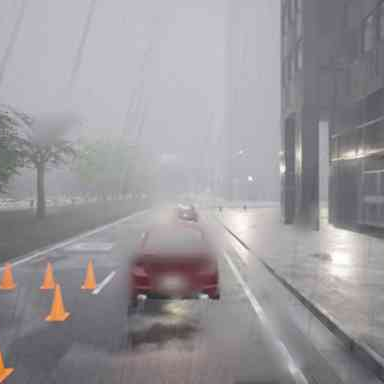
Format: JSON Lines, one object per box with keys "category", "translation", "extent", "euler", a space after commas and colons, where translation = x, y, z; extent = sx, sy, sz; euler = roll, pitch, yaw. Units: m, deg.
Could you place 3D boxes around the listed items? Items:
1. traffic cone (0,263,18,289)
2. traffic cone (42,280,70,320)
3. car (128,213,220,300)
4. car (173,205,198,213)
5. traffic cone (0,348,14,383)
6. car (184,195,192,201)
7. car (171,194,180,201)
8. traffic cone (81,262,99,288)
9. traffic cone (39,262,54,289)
{"category": "traffic cone", "translation": [-4.482, 2.019, 8.099], "extent": [0.340, 0.580, 0.340], "euler": [0, 0, 0]}
{"category": "traffic cone", "translation": [-2.467, 2.001, 6.115], "extent": [0.340, 0.580, 0.340], "euler": [0, 0, 0]}
{"category": "car", "translation": [-0.374, 1.531, 8.593], "extent": [1.882, 1.535, 5.008], "euler": [0, 0, 0]}
{"category": "car", "translation": [-0.507, 1.697, 26.521], "extent": [1.994, 1.385, 4.181], "euler": [0, 0, 0]}
{"category": "traffic cone", "translation": [-2.451, 1.989, 4.115], "extent": [0.340, 0.580, 0.340], "euler": [0, 0, 0]}
{"category": "car", "translation": [-1.059, 1.605, 86.057], "extent": [2.128, 1.511, 4.902], "euler": [0, 0, 0]}
{"category": "car", "translation": [-4.559, 1.631, 86.030], "extent": [2.033, 1.411, 5.357], "euler": [0, 0, 0]}
{"category": "traffic cone", "translation": [-2.482, 2.012, 8.115], "extent": [0.340, 0.580, 0.340], "euler": [0, 0, 0]}
{"category": "traffic cone", "translation": [-3.482, 2.016, 8.107], "extent": [0.340, 0.580, 0.340], "euler": [0, 0, 0]}
